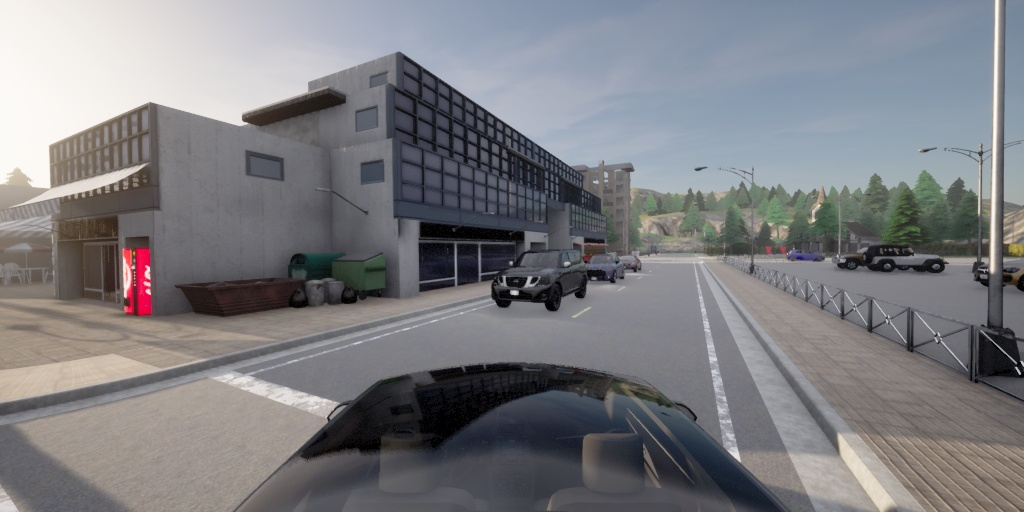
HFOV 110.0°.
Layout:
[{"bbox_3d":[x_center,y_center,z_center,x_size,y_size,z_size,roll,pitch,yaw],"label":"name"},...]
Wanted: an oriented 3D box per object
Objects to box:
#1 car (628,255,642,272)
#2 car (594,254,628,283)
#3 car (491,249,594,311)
[{"bbox_3d":[10.295,0.619,31.738,1.812,1.442,4.674,0,1,27],"label":"car"},{"bbox_3d":[5.712,0.668,22.589,2.097,1.767,4.553,0,1,27],"label":"car"},{"bbox_3d":[1.310,0.752,13.792,2.150,2.045,5.566,0,1,27],"label":"car"}]
